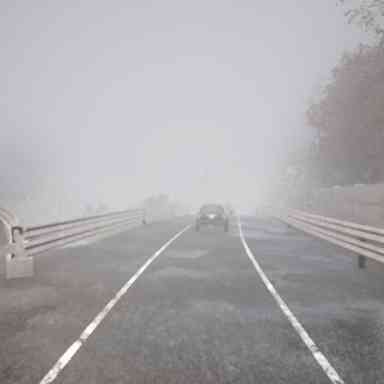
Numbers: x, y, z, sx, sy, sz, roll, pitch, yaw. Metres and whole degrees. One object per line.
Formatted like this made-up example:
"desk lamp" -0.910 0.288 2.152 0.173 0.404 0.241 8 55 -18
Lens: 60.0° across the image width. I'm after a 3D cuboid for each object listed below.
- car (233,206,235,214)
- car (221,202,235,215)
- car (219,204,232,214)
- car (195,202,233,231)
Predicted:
"car" 3.906 2.242 40.599 1.895 1.301 4.718 0 -2 8
"car" 6.587 3.045 60.259 2.150 2.045 5.566 0 -4 9
"car" 5.450 2.799 52.867 1.837 1.490 4.892 0 -4 8
"car" 1.485 1.542 22.350 2.097 1.767 4.553 0 -1 8
